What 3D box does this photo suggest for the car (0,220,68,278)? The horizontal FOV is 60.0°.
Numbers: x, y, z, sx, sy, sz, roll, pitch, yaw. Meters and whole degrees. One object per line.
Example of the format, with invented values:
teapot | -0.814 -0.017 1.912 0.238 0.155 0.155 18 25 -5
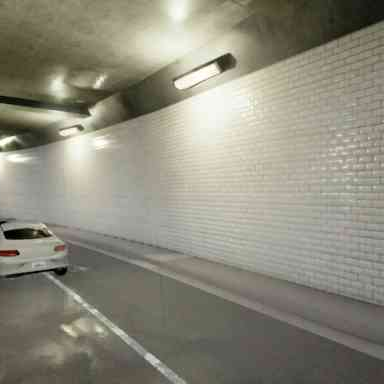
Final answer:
car | -5.005 1.526 9.524 1.812 1.442 4.674 0 0 -39
